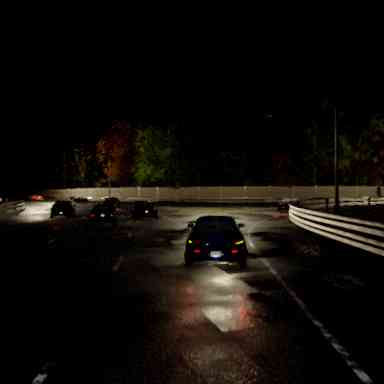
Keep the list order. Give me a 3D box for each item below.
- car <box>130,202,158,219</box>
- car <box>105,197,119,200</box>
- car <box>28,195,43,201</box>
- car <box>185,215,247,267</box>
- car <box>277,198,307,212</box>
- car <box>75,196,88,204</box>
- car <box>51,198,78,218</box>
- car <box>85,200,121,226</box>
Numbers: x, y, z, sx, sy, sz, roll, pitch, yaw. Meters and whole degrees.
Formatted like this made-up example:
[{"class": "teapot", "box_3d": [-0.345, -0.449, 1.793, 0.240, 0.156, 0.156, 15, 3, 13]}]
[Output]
[{"class": "car", "box_3d": [-4.237, 1.577, 29.039, 1.994, 1.385, 4.181, 0, 0, -16]}, {"class": "car", "box_3d": [-12.049, 1.546, 49.734, 1.837, 1.490, 4.892, 0, 0, -27]}, {"class": "car", "box_3d": [-40.636, 1.495, 86.264, 4.553, 1.767, 2.097, 0, 0, 40]}, {"class": "car", "box_3d": [0.810, 1.522, 11.340, 1.812, 1.442, 4.674, 0, 0, 4]}, {"class": "car", "box_3d": [11.433, 1.449, 37.676, 2.128, 1.511, 4.902, 0, 0, 41]}, {"class": "car", "box_3d": [-22.641, 1.600, 67.132, 2.128, 1.511, 4.902, 0, 0, -38]}, {"class": "car", "box_3d": [-11.905, 1.545, 30.823, 1.837, 1.490, 4.892, 0, 0, -17]}, {"class": "car", "box_3d": [-6.346, 1.569, 23.955, 2.033, 1.411, 5.357, 0, 0, -13]}]
